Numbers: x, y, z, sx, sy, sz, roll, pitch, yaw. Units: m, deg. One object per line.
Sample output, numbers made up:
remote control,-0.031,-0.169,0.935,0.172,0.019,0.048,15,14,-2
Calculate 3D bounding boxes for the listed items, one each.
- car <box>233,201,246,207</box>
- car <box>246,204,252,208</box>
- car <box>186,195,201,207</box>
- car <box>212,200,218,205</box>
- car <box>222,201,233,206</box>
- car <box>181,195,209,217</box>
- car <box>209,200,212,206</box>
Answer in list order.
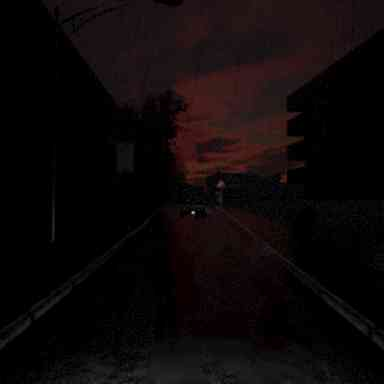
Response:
car,10.779,3.338,87.302,2.435,2.045,5.566,8,-5,-30
car,13.611,3.882,87.998,1.946,1.575,5.366,7,-4,-30
car,0.211,1.161,42.141,1.812,1.442,4.674,0,-1,1
car,4.809,2.910,86.245,2.185,1.767,4.553,5,-4,-31
car,7.782,3.165,86.743,2.185,1.767,4.553,7,-4,-31
car,0.086,1.205,26.772,1.895,1.301,4.718,0,1,0
car,1.930,2.612,85.656,2.435,2.045,5.566,2,-3,-30
